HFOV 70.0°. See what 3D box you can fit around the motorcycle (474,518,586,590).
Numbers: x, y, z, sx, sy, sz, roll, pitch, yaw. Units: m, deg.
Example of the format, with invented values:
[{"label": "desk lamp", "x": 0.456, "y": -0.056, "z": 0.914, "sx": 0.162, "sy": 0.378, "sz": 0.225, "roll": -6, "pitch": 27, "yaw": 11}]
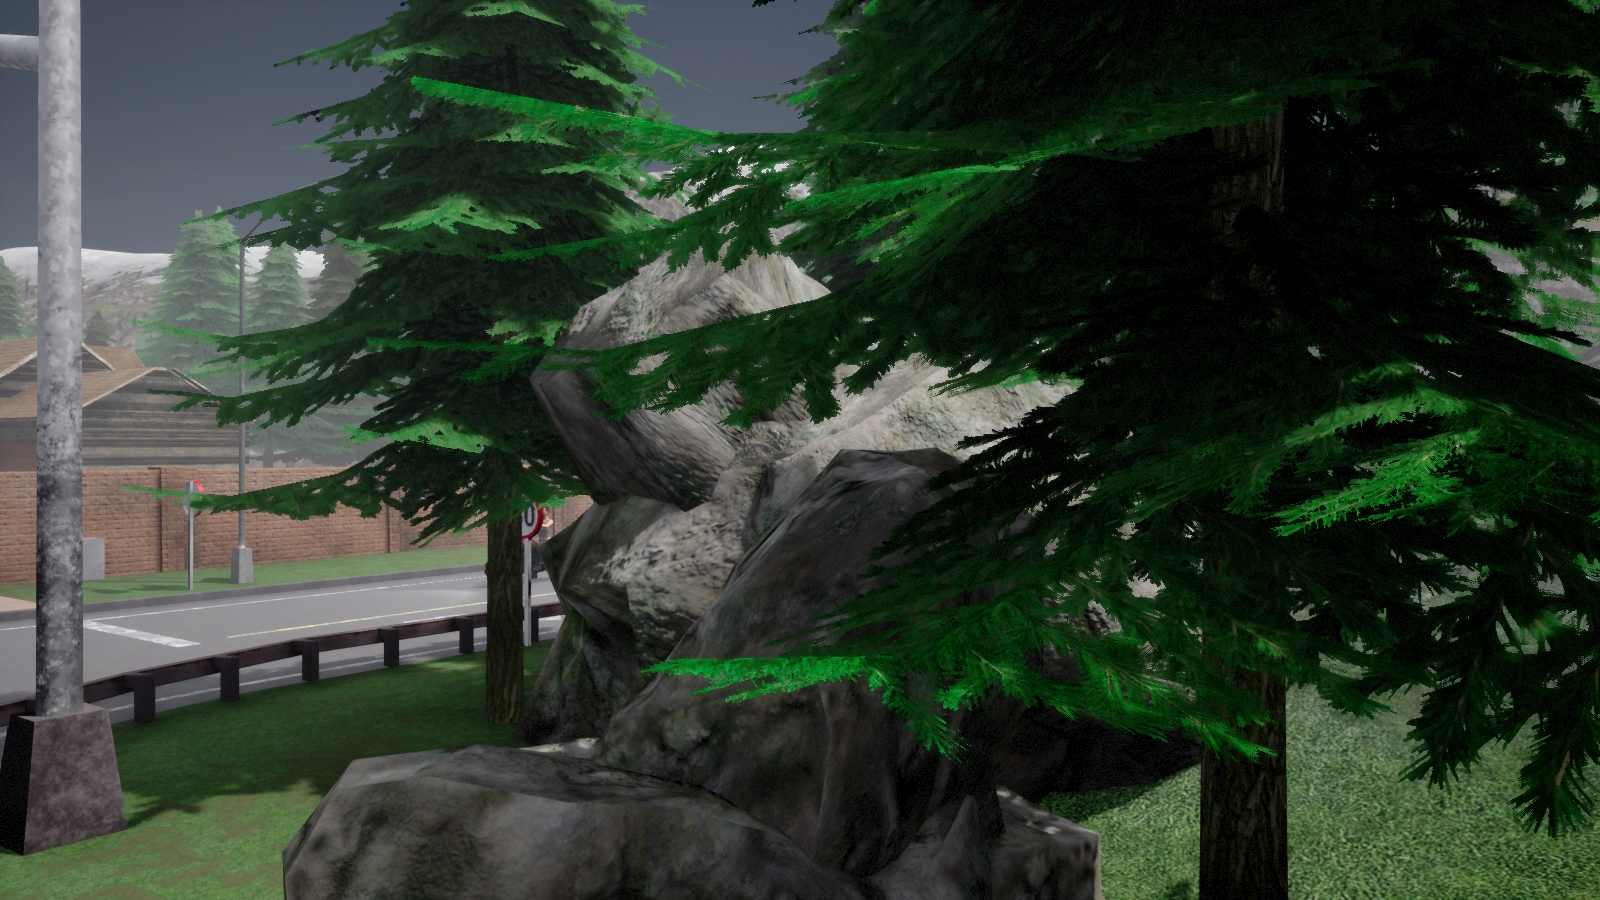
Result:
[{"label": "motorcycle", "x": -5.636, "y": 2.150, "z": 24.014, "sx": 0.764, "sy": 1.277, "sz": 2.356, "roll": 0, "pitch": 0, "yaw": 36}]
